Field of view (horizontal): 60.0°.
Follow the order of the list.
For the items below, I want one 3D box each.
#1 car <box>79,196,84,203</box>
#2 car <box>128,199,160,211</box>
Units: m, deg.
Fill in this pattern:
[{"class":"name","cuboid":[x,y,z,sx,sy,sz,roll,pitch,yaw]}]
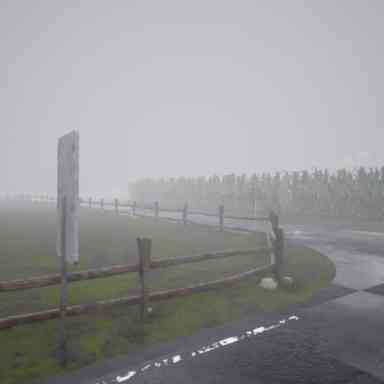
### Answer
[{"class":"car","cuboid":[-20.970,1.318,59.615,1.895,1.301,4.718,1,0,-34]},{"class":"car","cuboid":[-5.454,1.436,37.226,1.895,1.301,4.718,1,0,-35]}]
